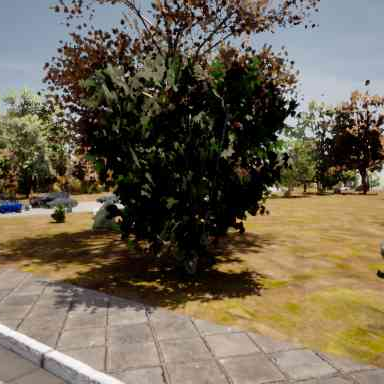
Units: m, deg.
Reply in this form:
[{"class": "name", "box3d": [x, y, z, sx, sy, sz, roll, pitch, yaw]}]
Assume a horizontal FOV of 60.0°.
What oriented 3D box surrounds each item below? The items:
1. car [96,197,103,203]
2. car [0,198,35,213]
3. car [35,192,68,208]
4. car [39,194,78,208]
[{"class": "car", "box3d": [-12.858, 0.971, 54.024, 2.033, 1.411, 5.357, 0, 3, 39]}, {"class": "car", "box3d": [-19.483, 1.493, 34.391, 1.882, 1.535, 5.008, 0, 1, 39]}, {"class": "car", "box3d": [-19.565, 1.060, 45.758, 2.150, 2.045, 5.566, 0, 2, 39]}, {"class": "car", "box3d": [-17.022, 1.400, 43.329, 1.994, 1.385, 4.181, 0, 2, 39]}]
